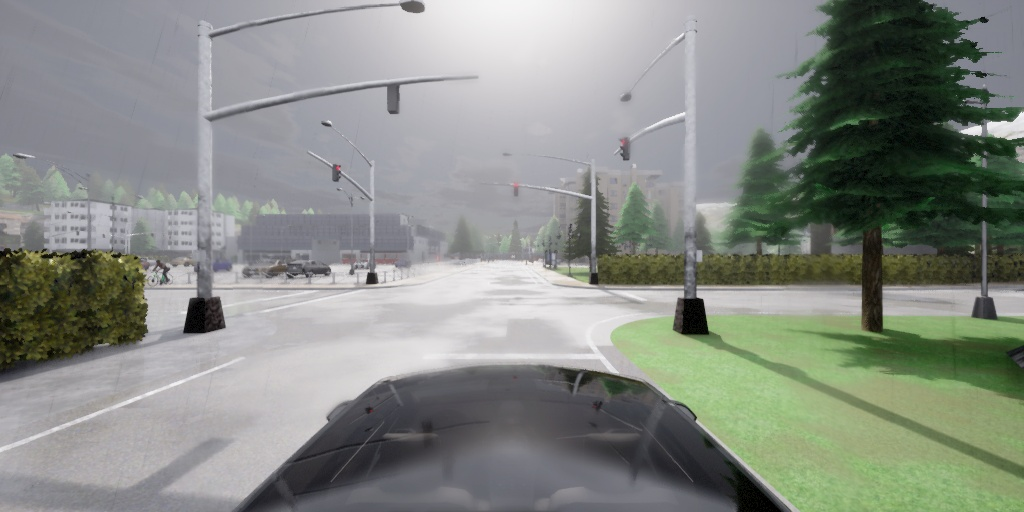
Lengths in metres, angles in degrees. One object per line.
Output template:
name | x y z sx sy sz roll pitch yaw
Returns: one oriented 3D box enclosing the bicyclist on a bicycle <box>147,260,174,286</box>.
bicyclist on a bicycle | -21.761 1.050 22.213 0.582 1.620 1.656 0 0 1
